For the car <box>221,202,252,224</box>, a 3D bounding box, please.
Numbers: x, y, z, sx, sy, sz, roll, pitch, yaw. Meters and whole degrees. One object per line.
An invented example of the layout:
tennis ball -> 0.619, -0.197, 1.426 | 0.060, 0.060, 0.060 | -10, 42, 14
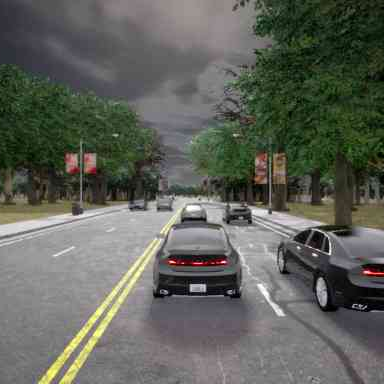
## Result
car -> 3.384, 1.554, 25.438 | 1.837, 1.490, 4.892 | 0, 0, 0

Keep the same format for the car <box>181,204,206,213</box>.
car -> 0.133, 1.614, 25.878 | 1.994, 1.385, 4.181 | 0, 0, 0

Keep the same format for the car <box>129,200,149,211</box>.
car -> -6.530, 1.651, 41.292 | 1.994, 1.385, 4.181 | 0, 0, 0

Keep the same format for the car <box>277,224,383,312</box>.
car -> 3.360, 1.513, 7.703 | 1.837, 1.490, 4.892 | 0, 0, 0

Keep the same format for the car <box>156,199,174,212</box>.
car -> -3.291, 1.590, 40.648 | 1.837, 1.490, 4.892 | 0, 0, 0

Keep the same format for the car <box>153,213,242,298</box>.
car -> 0.111, 1.514, 8.503 | 1.837, 1.490, 4.892 | 0, 0, 0
